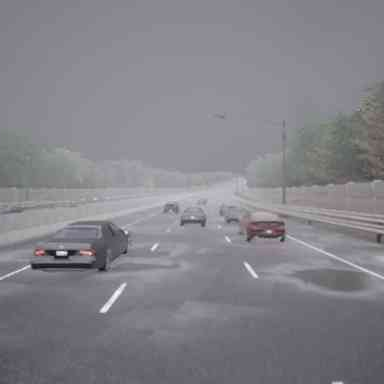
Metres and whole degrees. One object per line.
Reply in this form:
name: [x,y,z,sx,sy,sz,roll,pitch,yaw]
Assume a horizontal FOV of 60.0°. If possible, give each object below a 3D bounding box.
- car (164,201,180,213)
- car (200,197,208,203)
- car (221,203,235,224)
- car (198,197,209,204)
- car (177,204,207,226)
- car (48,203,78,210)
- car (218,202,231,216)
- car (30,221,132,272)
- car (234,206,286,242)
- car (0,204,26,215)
car: [-2.596,2.022,44.019,1.837,1.490,4.892,0,0,2]
car: [3.166,1.972,86.332,1.812,1.442,4.674,0,1,4]
car: [3.851,1.947,28.872,1.994,1.385,4.181,0,-1,1]
car: [2.242,2.071,72.690,2.128,1.511,4.902,0,0,3]
car: [0.150,1.919,27.018,1.994,1.385,4.181,0,-1,3]
car: [-13.560,1.915,35.313,2.128,1.511,4.902,0,-1,2]
car: [4.169,1.987,39.758,2.128,1.511,4.902,0,0,2]
car: [-3.390,1.692,11.265,2.033,1.411,5.357,0,-1,1]
car: [3.633,1.720,17.983,1.882,1.535,5.008,0,-1,1]
car: [-17.192,1.860,30.642,2.128,1.511,4.902,0,-1,2]
